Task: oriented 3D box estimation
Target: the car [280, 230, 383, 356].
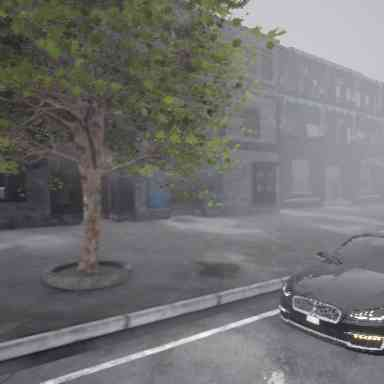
[{"bbox_3d":[3.636,1.493,5.975,4.892,1.490,1.837,0,0,-36],"label":"car"}]
